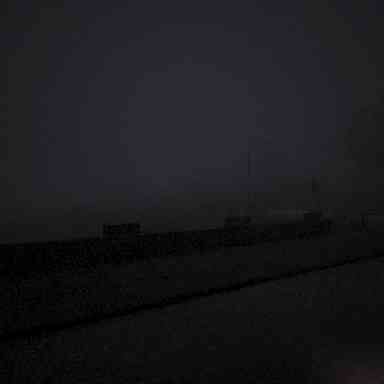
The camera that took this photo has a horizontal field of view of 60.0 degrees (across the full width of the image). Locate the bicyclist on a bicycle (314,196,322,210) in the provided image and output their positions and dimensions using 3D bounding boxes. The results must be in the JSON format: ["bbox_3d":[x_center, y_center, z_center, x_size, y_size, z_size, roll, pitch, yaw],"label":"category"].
[{"bbox_3d":[15.190,1.349,40.104,1.656,1.620,0.582,0,0,-36],"label":"bicyclist on a bicycle"}]

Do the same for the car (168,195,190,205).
[{"bbox_3d":[-2.302,1.352,57.303,2.097,1.767,4.553,0,0,-35],"label":"car"}]

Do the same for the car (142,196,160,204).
[{"bbox_3d":[-8.175,1.478,65.455,1.882,1.535,5.008,0,0,-36],"label":"car"}]
